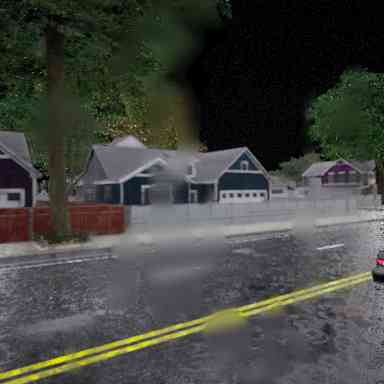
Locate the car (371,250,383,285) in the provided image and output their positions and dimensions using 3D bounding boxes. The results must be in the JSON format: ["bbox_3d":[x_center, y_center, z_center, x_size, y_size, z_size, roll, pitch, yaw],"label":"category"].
[{"bbox_3d":[6.426,1.543,8.019,5.357,1.411,2.033,0,0,-35],"label":"car"}]
